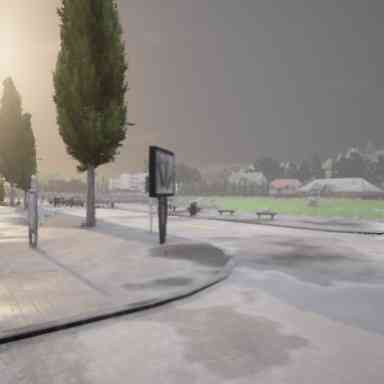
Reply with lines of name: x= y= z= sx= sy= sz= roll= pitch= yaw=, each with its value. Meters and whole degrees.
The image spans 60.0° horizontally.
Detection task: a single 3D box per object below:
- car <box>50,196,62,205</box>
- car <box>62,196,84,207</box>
car: x=-23.934 y=1.460 z=59.229 sx=2.128 sy=1.511 sz=4.902 roll=0 pitch=0 yaw=-36
car: x=-17.953 y=1.493 z=50.854 sx=1.812 sy=1.442 sz=4.674 roll=0 pitch=0 yaw=-35
